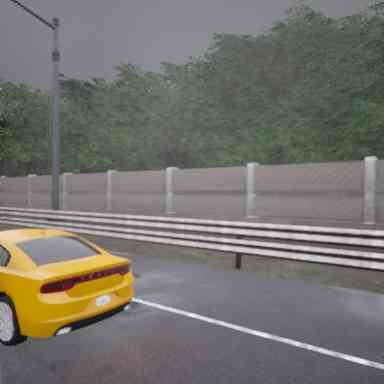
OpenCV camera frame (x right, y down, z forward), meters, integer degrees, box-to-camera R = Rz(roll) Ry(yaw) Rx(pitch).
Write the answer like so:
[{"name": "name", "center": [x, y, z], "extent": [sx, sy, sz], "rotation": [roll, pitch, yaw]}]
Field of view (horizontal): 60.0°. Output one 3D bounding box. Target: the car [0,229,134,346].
[{"name": "car", "center": [-3.330, 1.455, 6.409], "extent": [5.008, 1.535, 1.882], "rotation": [0, 0, 36]}]
